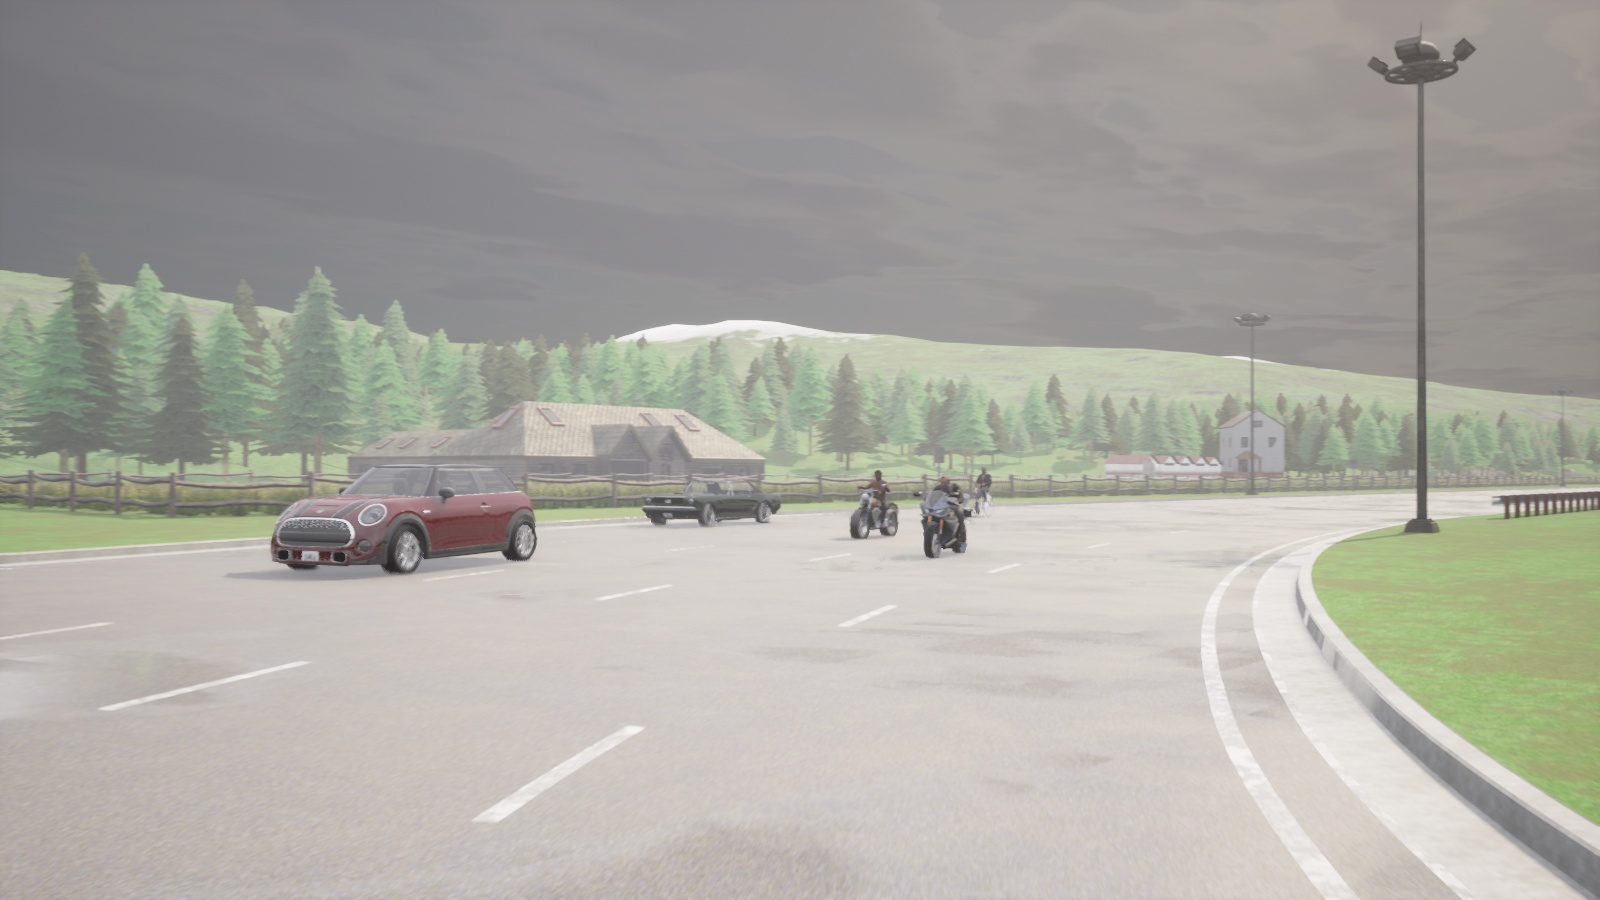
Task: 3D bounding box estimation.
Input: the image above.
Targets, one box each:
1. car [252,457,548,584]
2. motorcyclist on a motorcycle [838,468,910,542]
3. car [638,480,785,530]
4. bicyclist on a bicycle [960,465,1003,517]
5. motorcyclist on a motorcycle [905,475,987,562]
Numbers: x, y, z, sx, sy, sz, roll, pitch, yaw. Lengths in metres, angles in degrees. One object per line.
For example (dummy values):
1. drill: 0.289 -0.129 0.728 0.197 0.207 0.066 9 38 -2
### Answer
1. car: -6.188 1.026 20.058 2.097 1.767 4.553 -1 -1 22
2. motorcyclist on a motorcycle: 1.755 1.251 29.280 0.766 1.649 2.350 0 -1 28
3. car: -2.449 1.529 36.203 1.895 1.301 4.718 -1 -1 30
4. bicyclist on a bicycle: 6.251 1.393 43.208 0.659 1.776 1.843 0 -1 36
5. motorcyclist on a motorcycle: 2.734 1.234 23.345 0.866 1.530 2.191 0 -1 25
